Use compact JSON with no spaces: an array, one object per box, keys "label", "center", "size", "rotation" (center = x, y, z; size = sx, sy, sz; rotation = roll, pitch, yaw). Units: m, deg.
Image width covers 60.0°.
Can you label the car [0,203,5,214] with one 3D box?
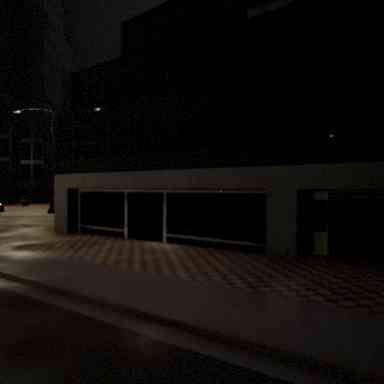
[{"label":"car","center":[-20.298,1.261,31.523],"size":[2.097,1.767,4.553],"rotation":[1,0,36]}]
